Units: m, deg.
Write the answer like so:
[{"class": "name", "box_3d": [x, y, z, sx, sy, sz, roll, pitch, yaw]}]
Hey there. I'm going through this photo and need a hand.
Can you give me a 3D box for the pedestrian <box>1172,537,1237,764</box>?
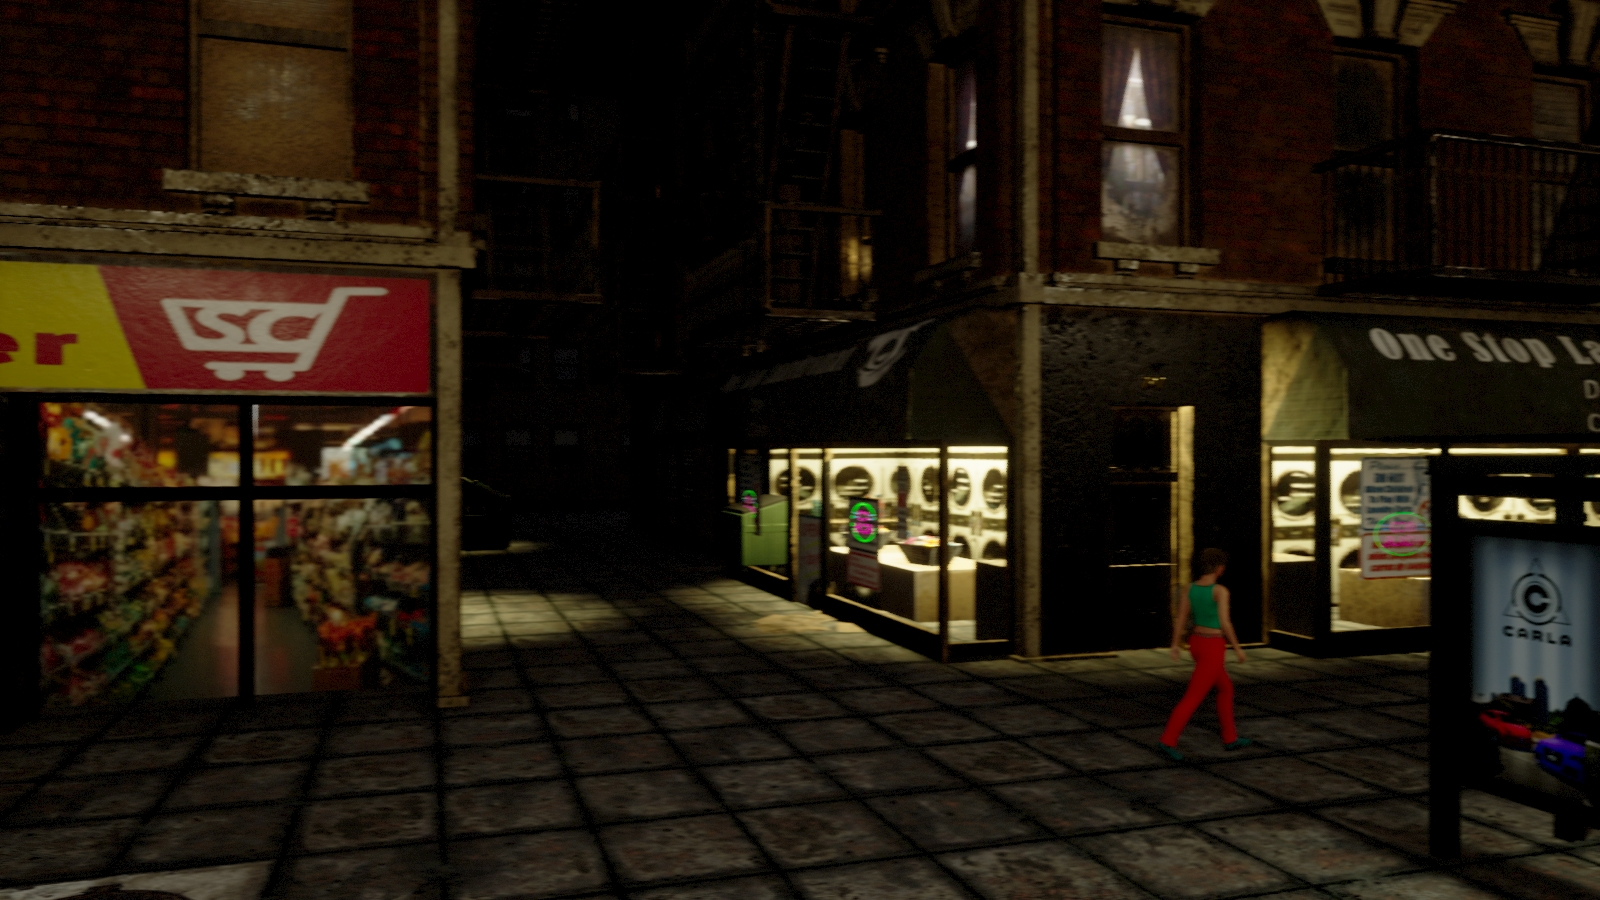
[{"class": "pedestrian", "box_3d": [3.461, 1.693, 9.784, 0.375, 1.860, 0.375, 0, 0, -22]}]
